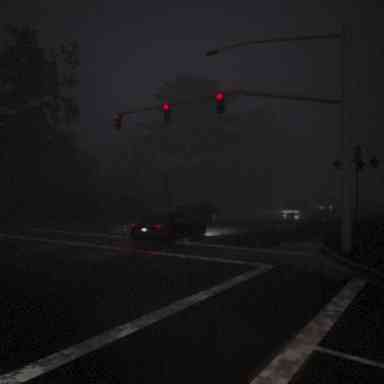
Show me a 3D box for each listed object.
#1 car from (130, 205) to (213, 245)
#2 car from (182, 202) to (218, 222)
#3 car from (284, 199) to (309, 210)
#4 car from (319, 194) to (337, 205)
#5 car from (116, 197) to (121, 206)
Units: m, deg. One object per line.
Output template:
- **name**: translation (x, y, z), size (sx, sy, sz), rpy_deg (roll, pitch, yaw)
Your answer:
- **car**: translation (-0.985, 1.555, 15.685), size (1.994, 1.385, 4.181), rpy_deg (0, 0, 30)
- **car**: translation (0.066, 1.486, 23.702), size (1.837, 1.490, 4.892), rpy_deg (0, 1, 35)
- **car**: translation (13.306, 1.569, 42.503), size (1.895, 1.301, 4.718), rpy_deg (0, 0, 35)
- **car**: translation (23.043, 1.115, 56.171), size (2.097, 1.767, 4.553), rpy_deg (0, 0, 35)
- **car**: translation (-7.681, 1.146, 41.870), size (3.806, 1.475, 1.970), rpy_deg (0, 0, 36)
